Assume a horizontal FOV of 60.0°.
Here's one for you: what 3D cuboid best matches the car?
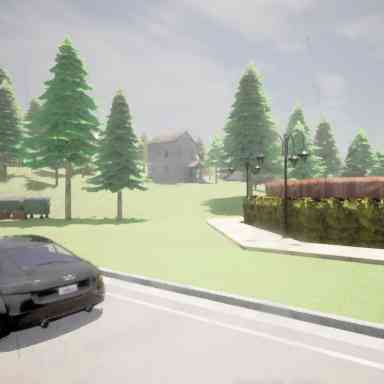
[{"bbox_3d":[-3.651,1.564,6.598,4.181,1.385,1.994,0,0,36],"label":"car"}]
